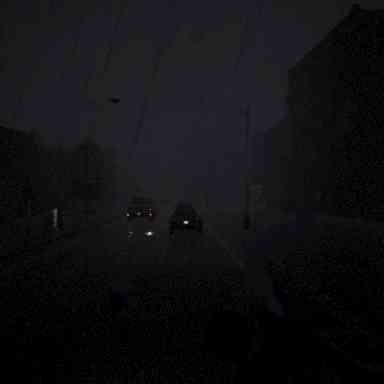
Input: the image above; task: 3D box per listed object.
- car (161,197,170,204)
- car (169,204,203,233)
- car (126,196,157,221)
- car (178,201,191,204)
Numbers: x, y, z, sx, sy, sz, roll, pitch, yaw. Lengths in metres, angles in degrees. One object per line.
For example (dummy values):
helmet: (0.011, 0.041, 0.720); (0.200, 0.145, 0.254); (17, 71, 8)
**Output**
car: (-5.568, 1.842, 69.913); (2.033, 1.411, 5.357); (0, 0, -5)
car: (-0.396, 1.699, 20.803); (1.994, 1.385, 4.181); (0, 0, -2)
car: (-4.332, 1.417, 29.389); (2.150, 2.045, 5.566); (0, 0, -2)
car: (-0.869, 1.722, 37.912); (1.882, 1.535, 5.008); (0, 0, -2)
